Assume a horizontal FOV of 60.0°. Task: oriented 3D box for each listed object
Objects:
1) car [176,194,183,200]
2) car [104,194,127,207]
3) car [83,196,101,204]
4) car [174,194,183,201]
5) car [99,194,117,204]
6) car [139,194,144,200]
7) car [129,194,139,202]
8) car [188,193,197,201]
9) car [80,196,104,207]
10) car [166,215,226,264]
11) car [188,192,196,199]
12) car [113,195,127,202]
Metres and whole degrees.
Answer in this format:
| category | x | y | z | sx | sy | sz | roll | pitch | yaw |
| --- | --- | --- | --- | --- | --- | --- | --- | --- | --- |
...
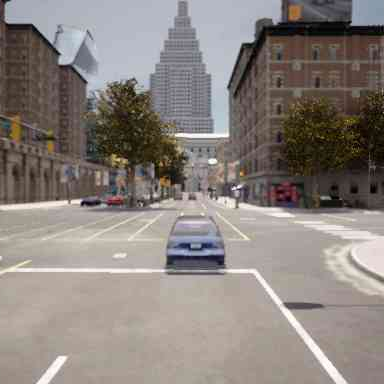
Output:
| category | x | y | z | sx | sy | sz | roll | pitch | yaw |
| --- | --- | --- | --- | --- | --- | --- | --- | --- | --- |
| car | -3.425 | 1.312 | 90.038 | 1.837 | 1.490 | 4.892 | 0 | 0 | 0 |
| car | -11.527 | 1.372 | 50.656 | 1.882 | 1.535 | 5.008 | 0 | 0 | 0 |
| car | -18.199 | 1.468 | 60.549 | 1.895 | 1.301 | 4.718 | 0 | 0 | 0 |
| car | -3.433 | 1.372 | 80.552 | 2.033 | 1.411 | 5.357 | 0 | 0 | 0 |
| car | -14.951 | 1.227 | 59.540 | 2.097 | 1.767 | 4.553 | 0 | 0 | 0 |
| car | -11.441 | 1.208 | 70.442 | 2.097 | 1.767 | 4.553 | 0 | 0 | 0 |
| car | -11.450 | 1.378 | 60.453 | 1.837 | 1.490 | 4.892 | 0 | 0 | 0 |
| car | 0.067 | 1.181 | 80.951 | 2.097 | 1.767 | 4.553 | 0 | 0 | 0 |
| car | -15.032 | 1.497 | 49.433 | 1.895 | 1.301 | 4.718 | 0 | 0 | 0 |
| car | 0.107 | 1.523 | 11.655 | 2.033 | 1.411 | 5.357 | 0 | 0 | 0 |
| car | 0.075 | 1.001 | 89.704 | 2.097 | 1.767 | 4.553 | 0 | 0 | 0 |
| car | -14.942 | 1.332 | 69.640 | 1.882 | 1.535 | 5.008 | 0 | 0 | 0 |
